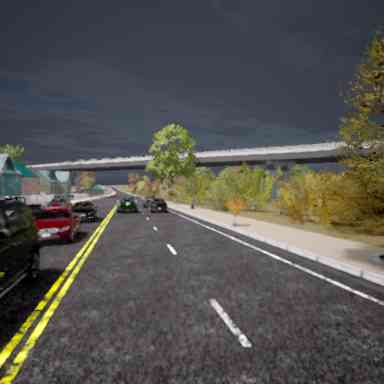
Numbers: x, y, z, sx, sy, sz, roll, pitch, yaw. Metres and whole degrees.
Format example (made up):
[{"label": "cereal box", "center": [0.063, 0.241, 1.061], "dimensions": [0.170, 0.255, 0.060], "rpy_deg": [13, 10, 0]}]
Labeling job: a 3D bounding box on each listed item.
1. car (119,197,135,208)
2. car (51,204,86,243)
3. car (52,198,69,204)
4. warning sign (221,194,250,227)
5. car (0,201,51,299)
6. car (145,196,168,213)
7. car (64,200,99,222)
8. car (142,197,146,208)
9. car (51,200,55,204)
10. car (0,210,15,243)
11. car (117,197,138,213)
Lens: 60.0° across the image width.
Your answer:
[{"label": "car", "center": [-9.286, 1.459, 47.706], "dimensions": [2.128, 1.511, 4.902], "rpy_deg": [0, 0, -11]}, {"label": "car", "center": [-6.476, 1.529, 16.055], "dimensions": [1.812, 1.442, 4.674], "rpy_deg": [0, 0, -11]}, {"label": "car", "center": [-13.047, 1.365, 32.770], "dimensions": [2.097, 1.767, 4.553], "rpy_deg": [0, 0, -11]}, {"label": "warning sign", "center": [2.517, 1.055, 19.410], "dimensions": [1.300, 1.860, 1.060], "rpy_deg": [1, 2, -11]}, {"label": "car", "center": [-4.593, 1.235, 6.475], "dimensions": [2.150, 2.045, 5.566], "rpy_deg": [0, 0, -11]}, {"label": "car", "center": [-3.794, 1.451, 36.556], "dimensions": [1.837, 1.490, 4.892], "rpy_deg": [0, 0, -11]}, {"label": "car", "center": [-8.401, 1.499, 26.009], "dimensions": [1.837, 1.490, 4.892], "rpy_deg": [0, 0, -11]}, {"label": "car", "center": [-6.009, 1.296, 47.862], "dimensions": [2.097, 1.767, 4.553], "rpy_deg": [0, 0, -11]}, {"label": "car", "center": [-11.162, 1.543, 23.130], "dimensions": [1.812, 1.442, 4.674], "rpy_deg": [0, 0, -11]}, {"label": "car", "center": [-9.473, 1.589, 14.467], "dimensions": [1.994, 1.385, 4.181], "rpy_deg": [0, 0, -11]}, {"label": "car", "center": [-7.039, 1.319, 36.206], "dimensions": [2.097, 1.767, 4.553], "rpy_deg": [0, 0, -11]}]
